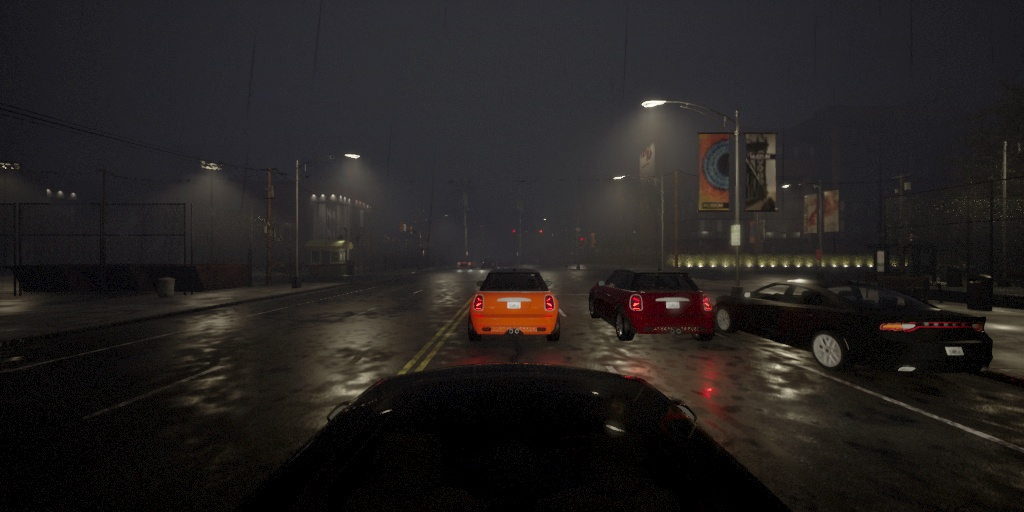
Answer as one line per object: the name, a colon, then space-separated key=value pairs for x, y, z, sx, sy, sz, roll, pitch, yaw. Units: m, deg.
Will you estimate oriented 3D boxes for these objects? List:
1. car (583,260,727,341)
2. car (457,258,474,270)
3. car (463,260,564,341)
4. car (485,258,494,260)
car: x=3.561 y=1.102 z=10.028 sx=2.097 sy=1.767 sz=4.553 roll=0 pitch=0 yaw=0
car: x=-6.777 y=1.102 z=53.549 sx=2.097 sy=1.767 sz=4.553 roll=0 pitch=0 yaw=4
car: x=0.061 y=1.102 z=10.011 sx=2.097 sy=1.767 sz=4.553 roll=0 pitch=0 yaw=0
car: x=-3.383 y=1.102 z=51.373 sx=2.097 sy=1.767 sz=4.553 roll=0 pitch=0 yaw=3
